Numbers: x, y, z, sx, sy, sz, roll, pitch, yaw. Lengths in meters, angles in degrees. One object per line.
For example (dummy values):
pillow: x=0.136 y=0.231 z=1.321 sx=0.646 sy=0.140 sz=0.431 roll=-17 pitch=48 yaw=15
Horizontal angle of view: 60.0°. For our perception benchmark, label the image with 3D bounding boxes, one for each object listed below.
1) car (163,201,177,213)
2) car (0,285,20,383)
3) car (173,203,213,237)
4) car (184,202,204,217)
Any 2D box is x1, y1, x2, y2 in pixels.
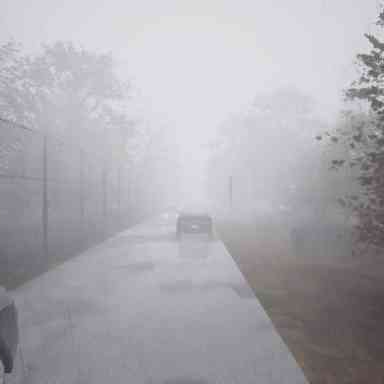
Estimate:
car: x=-2.672 y=2.011 z=44.909 sx=1.812 sy=1.442 sz=4.674 roll=0 pitch=-1 yaw=1
car: x=-2.848 y=1.493 z=1.764 sx=2.128 sy=1.511 sz=4.902 roll=0 pitch=0 yaw=0
car: x=0.133 y=1.578 z=18.880 sx=1.882 sy=1.535 sz=5.008 roll=0 pitch=-1 yaw=0
car: x=0.215 y=1.910 z=37.537 sx=2.033 sy=1.411 sz=5.357 roll=0 pitch=-1 yaw=0
